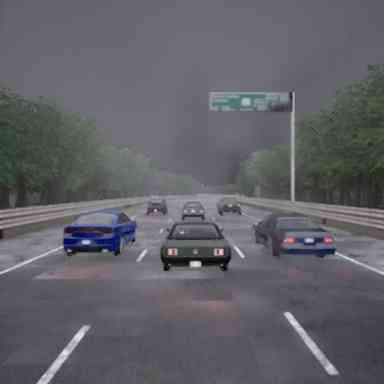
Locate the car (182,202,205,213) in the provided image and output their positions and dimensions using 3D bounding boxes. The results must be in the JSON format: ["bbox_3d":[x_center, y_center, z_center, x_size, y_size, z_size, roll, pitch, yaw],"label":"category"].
[{"bbox_3d":[0.097,1.514,27.679,2.033,1.411,5.357,0,0,0],"label":"car"}]

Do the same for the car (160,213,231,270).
[{"bbox_3d":[0.098,1.583,10.876,1.895,1.301,4.718,0,0,0],"label":"car"}]

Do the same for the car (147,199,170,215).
[{"bbox_3d":[-3.404,1.473,33.583,1.837,1.490,4.892,0,0,0],"label":"car"}]

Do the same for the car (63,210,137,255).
[{"bbox_3d":[-3.401,1.457,13.155,1.882,1.535,5.008,0,0,0],"label":"car"}]

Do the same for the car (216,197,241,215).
[{"bbox_3d":[3.596,1.320,33.252,2.097,1.767,4.553,0,0,0],"label":"car"}]

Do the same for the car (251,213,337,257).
[{"bbox_3d":[3.599,1.528,12.717,2.033,1.411,5.357,0,0,0],"label":"car"}]
